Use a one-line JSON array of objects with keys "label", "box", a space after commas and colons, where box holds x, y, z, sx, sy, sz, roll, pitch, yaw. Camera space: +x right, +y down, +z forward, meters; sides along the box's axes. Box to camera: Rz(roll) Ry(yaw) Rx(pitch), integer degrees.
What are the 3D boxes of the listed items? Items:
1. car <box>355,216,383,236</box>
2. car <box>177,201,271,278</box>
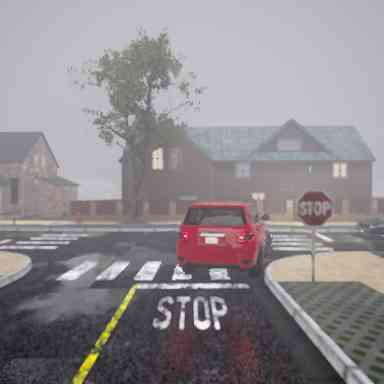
[{"label": "car", "box": [11.385, 1.604, 17.031, 5.357, 1.411, 2.033, 0, 1, 1]}, {"label": "car", "box": [1.212, 1.305, 10.642, 2.150, 2.045, 5.566, 0, -1, 16]}]
